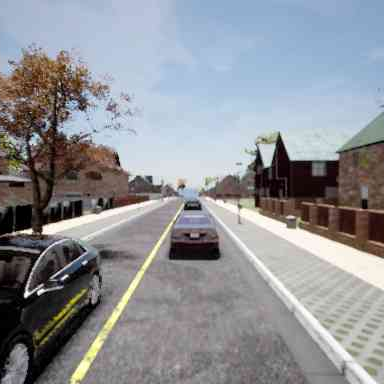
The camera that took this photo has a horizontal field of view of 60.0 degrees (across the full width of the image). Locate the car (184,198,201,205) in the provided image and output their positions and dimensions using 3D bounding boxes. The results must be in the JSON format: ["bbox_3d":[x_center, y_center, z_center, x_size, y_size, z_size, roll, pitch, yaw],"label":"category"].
[{"bbox_3d":[0.081,1.385,38.912,1.994,1.385,4.181,0,0,0],"label":"car"}]

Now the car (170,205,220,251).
[{"bbox_3d":[0.089,1.473,13.581,2.033,1.411,5.357,0,0,0],"label":"car"}]

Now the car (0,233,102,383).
[{"bbox_3d":[-2.752,1.477,4.972,1.837,1.490,4.892,0,0,0],"label":"car"}]
